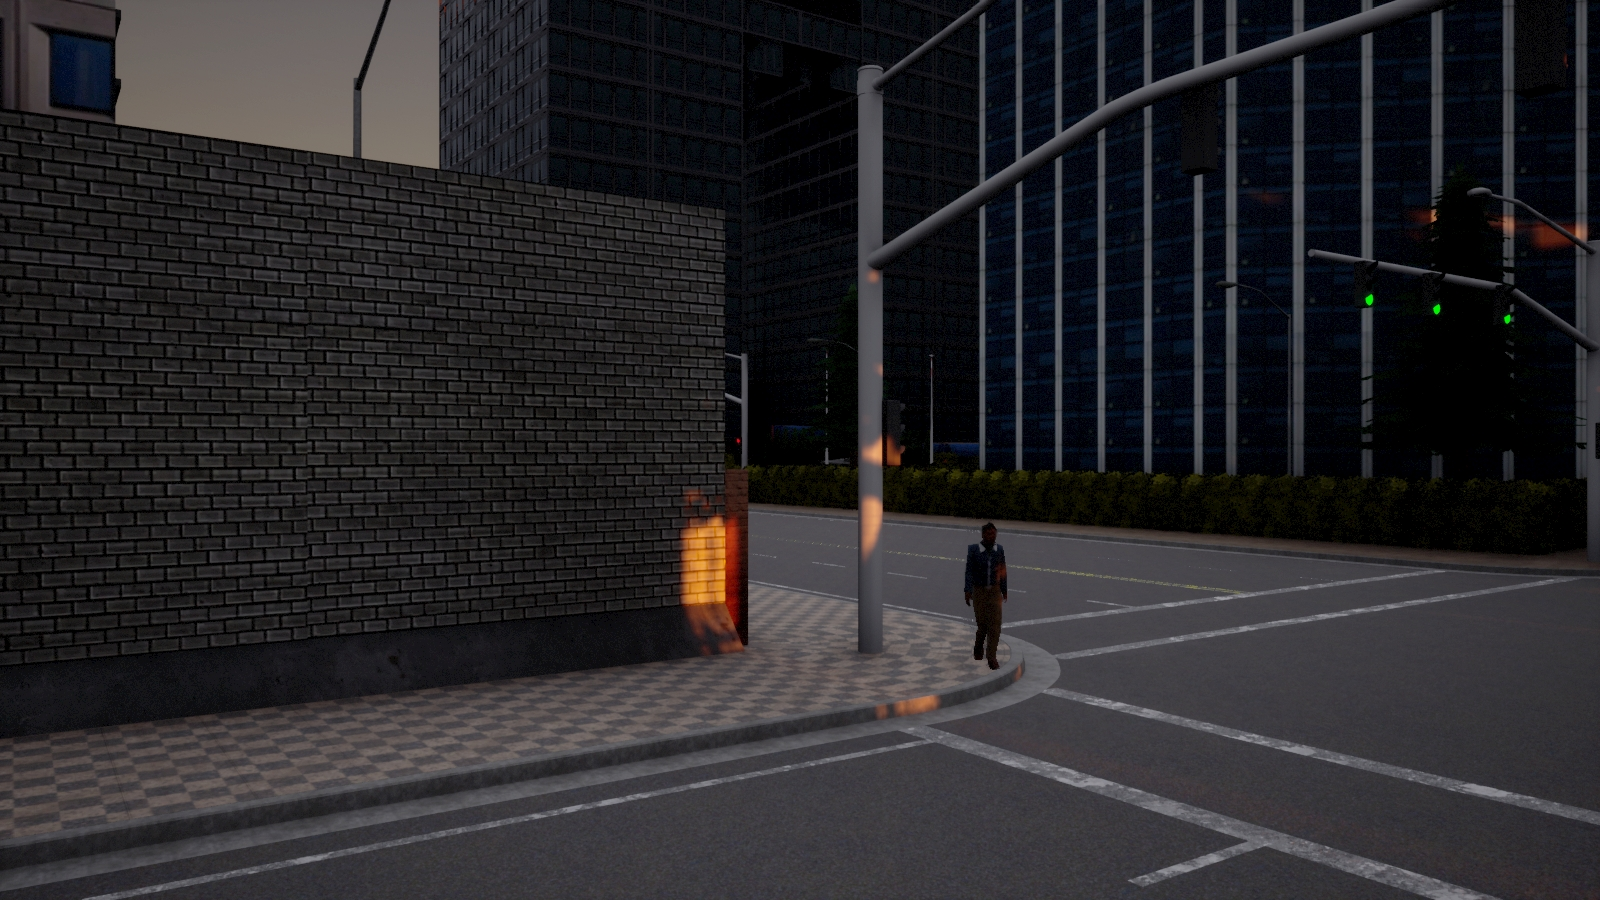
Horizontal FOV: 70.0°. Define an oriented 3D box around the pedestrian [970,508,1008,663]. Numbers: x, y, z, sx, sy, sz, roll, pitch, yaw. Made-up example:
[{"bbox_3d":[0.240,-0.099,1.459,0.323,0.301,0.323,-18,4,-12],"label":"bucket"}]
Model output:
[{"bbox_3d":[2.313,1.645,13.997,0.375,1.860,0.375,0,0,-4],"label":"pedestrian"}]
